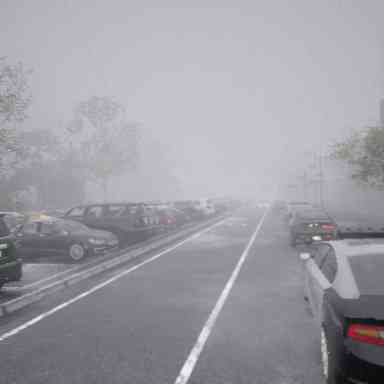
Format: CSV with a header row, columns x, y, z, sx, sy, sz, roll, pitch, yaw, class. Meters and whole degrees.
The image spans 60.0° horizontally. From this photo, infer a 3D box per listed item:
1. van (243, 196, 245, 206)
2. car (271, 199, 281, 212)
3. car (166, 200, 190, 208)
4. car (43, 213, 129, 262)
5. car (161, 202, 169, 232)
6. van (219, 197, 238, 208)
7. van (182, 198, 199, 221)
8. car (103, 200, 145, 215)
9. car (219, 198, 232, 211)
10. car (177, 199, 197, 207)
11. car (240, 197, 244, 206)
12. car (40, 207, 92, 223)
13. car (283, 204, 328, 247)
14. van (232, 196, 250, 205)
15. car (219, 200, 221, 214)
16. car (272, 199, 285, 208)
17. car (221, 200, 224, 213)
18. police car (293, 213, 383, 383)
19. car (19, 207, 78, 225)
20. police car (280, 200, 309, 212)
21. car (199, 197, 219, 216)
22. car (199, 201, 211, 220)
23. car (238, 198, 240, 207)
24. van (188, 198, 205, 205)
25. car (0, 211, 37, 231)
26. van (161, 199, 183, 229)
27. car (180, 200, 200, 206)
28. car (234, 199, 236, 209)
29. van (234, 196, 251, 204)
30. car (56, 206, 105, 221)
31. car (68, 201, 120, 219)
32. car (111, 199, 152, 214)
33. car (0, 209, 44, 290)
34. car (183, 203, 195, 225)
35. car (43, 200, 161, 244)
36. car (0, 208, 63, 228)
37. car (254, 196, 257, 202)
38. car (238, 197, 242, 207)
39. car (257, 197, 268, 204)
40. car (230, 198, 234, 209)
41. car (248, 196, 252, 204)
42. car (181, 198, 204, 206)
x,y,z,sx,sy,sz,roll,pitch,yaw,class
6.975,1.966,62.026,4.442,1.987,1.878,-2,-1,14,van
10.995,1.767,41.703,2.033,1.411,5.357,-2,-1,14,car
-3.204,2.778,75.724,4.892,1.521,2.231,-2,-1,14,car
-5.330,1.792,13.092,4.892,1.521,2.231,-2,-1,14,car
-3.938,1.695,18.524,4.553,1.767,2.185,-2,-1,14,car
4.267,1.854,51.146,4.442,1.987,1.878,-2,-1,14,van
-2.051,1.656,26.722,4.442,1.987,1.878,-2,-1,14,van
-9.912,2.248,48.662,5.566,2.045,2.435,-2,-1,14,car
2.136,2.002,43.011,5.008,1.535,2.097,-2,-1,14,car
-1.221,2.735,83.813,4.553,1.767,2.185,-2,-1,14,car
6.197,2.167,59.329,5.008,1.535,2.097,-2,-1,14,car
-13.264,2.417,35.146,4.792,1.488,2.163,-2,-1,14,car
5.210,1.498,14.760,1.837,1.490,4.892,-2,-1,14,car
12.841,2.225,86.564,4.442,1.987,1.878,-2,-1,14,van
0.106,1.935,34.855,4.892,1.521,2.231,-2,-1,14,car
14.186,1.911,54.626,1.994,1.385,4.181,-2,-1,14,car
0.806,1.984,37.563,4.792,1.488,2.163,-2,-1,14,car
2.803,1.369,5.149,1.930,1.638,5.238,-2,-1,14,police car
-13.961,2.369,32.450,5.008,1.535,2.097,-2,-1,14,car
6.692,1.458,20.698,1.930,1.638,5.238,-2,-1,14,police car
-0.612,1.665,32.142,5.566,2.045,2.435,-2,-1,14,car
-1.248,1.896,29.410,5.008,1.535,2.097,-2,-1,14,car
4.867,2.141,53.882,4.792,1.488,2.163,-2,-1,14,car
1.374,2.749,94.609,4.442,1.987,1.878,-2,-1,14,van
-15.309,2.372,27.044,4.674,1.452,2.002,-2,-1,14,car
-3.181,1.610,21.225,4.442,1.987,1.878,-2,-1,14,van
-0.488,2.916,86.490,4.792,1.488,2.163,-2,-1,14,car
3.457,2.087,48.456,4.792,1.488,2.163,-2,-1,14,car
13.518,2.253,89.284,4.442,1.987,1.878,-2,-1,14,van
-12.649,2.437,37.863,4.792,1.488,2.163,-2,-1,14,car
-11.931,2.175,40.554,5.566,2.045,2.435,-2,-1,14,car
-9.270,2.274,51.245,5.566,2.045,2.435,-2,-1,14,car
-6.722,1.525,7.664,5.566,2.045,2.435,-2,-1,14,car
-2.602,1.860,23.969,4.892,1.521,2.231,-2,-1,14,car
-4.680,1.556,15.823,5.566,2.045,2.435,-2,-1,14,car
-14.459,2.341,29.703,5.366,1.575,1.946,-2,-1,14,car
14.335,2.250,91.971,5.566,2.045,2.435,-2,-1,14,car
5.544,2.168,56.603,4.792,1.488,2.163,-2,-1,14,car
17.562,2.321,81.492,1.895,1.301,4.718,-2,-1,14,car
2.627,2.032,45.774,5.366,1.575,1.946,-2,-1,14,car
9.596,2.055,72.929,5.566,2.045,2.435,-2,-1,14,car
0.118,2.665,89.202,5.566,2.045,2.435,-2,-1,14,car
